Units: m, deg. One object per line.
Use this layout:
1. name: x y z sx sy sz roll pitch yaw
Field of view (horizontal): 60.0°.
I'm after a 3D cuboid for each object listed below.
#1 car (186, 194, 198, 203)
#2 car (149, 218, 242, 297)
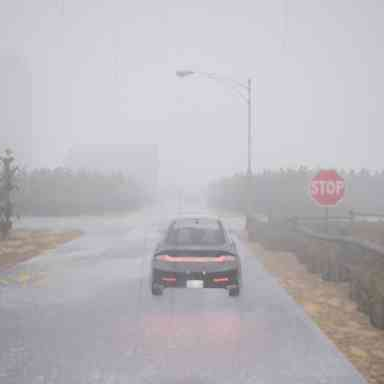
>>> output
1. car: -0.018 1.119 59.791 2.097 1.767 4.553 0 0 0
2. car: 0.121 1.403 8.370 2.128 1.511 4.902 0 1 2
